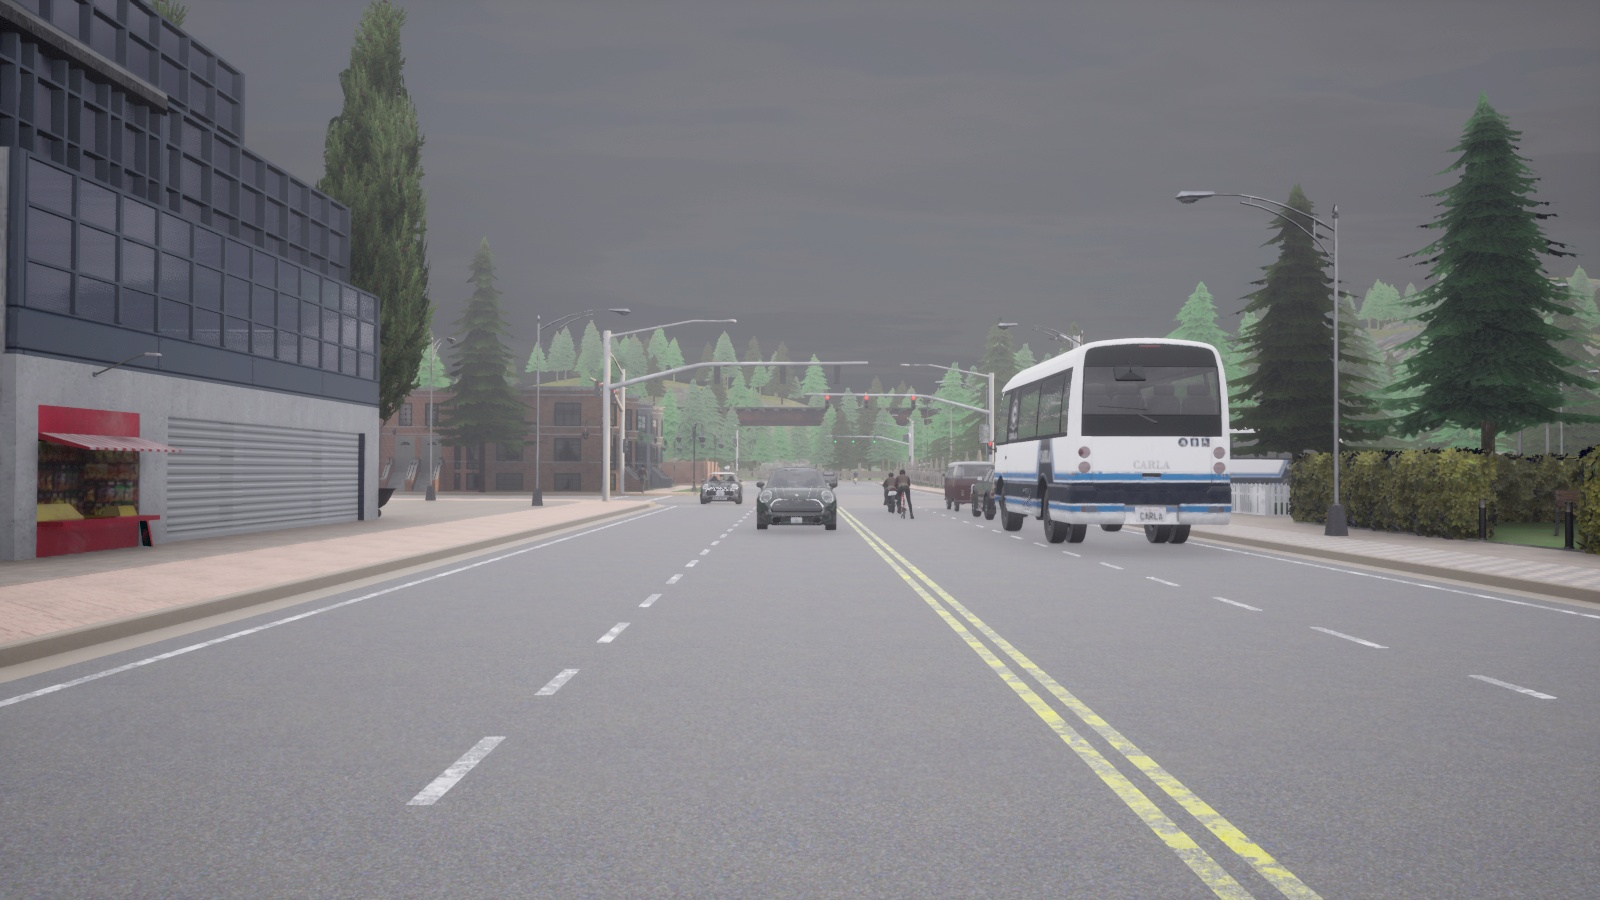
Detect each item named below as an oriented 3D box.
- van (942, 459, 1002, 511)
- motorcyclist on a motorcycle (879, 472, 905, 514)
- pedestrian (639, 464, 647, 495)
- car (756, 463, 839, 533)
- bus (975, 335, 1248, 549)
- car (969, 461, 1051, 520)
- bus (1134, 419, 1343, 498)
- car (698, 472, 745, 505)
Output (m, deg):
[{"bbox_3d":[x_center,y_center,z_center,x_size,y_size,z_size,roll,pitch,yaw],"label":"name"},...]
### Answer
[{"bbox_3d":[6.883,1.387,50.564,1.775,1.987,4.442,0,-1,0],"label":"van"},{"bbox_3d":[3.394,1.563,46.551,0.797,1.523,2.044,0,-1,0],"label":"motorcyclist on a motorcycle"},{"bbox_3d":[-9.838,1.830,78.653,0.402,1.930,0.666,0,-1,2],"label":"pedestrian"},{"bbox_3d":[-0.078,1.243,34.031,2.097,1.767,4.553,0,-1,0],"label":"car"},{"bbox_3d":[6.925,-0.084,30.178,3.944,4.253,10.273,0,-1,0],"label":"bus"},{"bbox_3d":[6.904,1.302,41.671,1.932,1.855,4.605,0,-1,0],"label":"car"},{"bbox_3d":[24.327,0.516,70.172,10.273,4.253,3.944,0,-1,0],"label":"bus"},{"bbox_3d":[-3.634,1.781,58.862,1.970,1.475,3.806,0,-1,0],"label":"car"}]
